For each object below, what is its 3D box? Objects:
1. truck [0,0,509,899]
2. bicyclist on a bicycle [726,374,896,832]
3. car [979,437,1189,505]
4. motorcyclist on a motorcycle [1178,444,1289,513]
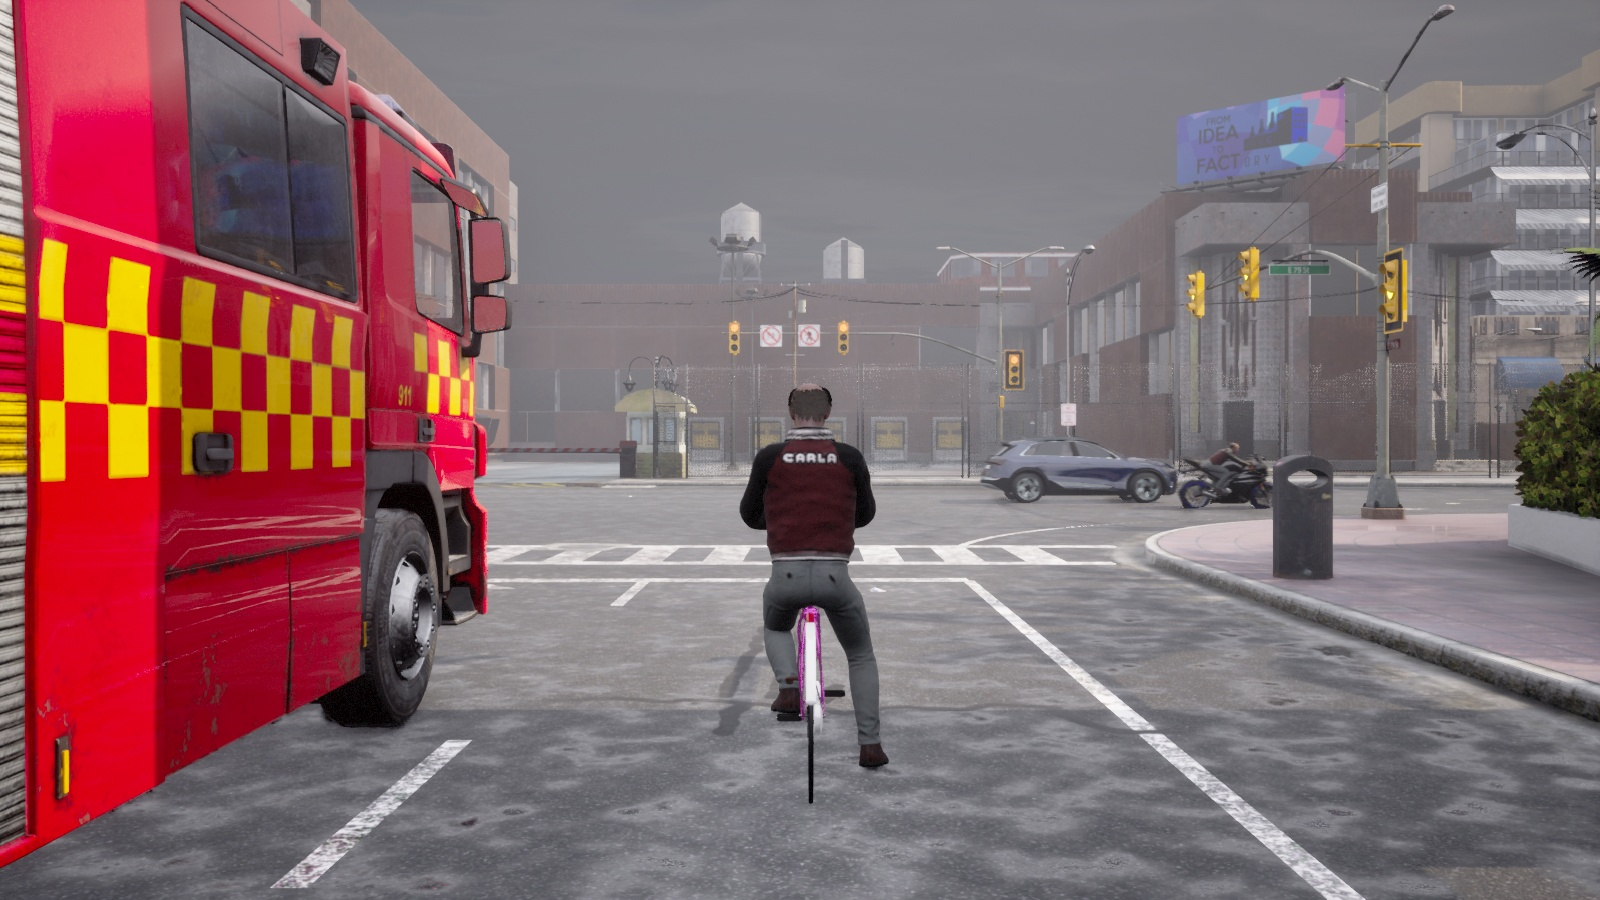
[{"bbox_3d":[-3.466,-0.446,4.404,2.891,3.827,8.468,0,0,0],"label":"truck"},{"bbox_3d":[0.044,0.584,5.787,0.659,1.776,1.843,0,1,0],"label":"bicyclist on a bicycle"},{"bbox_3d":[7.079,0.503,31.694,4.856,1.649,2.033,0,0,1],"label":"car"},{"bbox_3d":[9.706,0.630,28.152,2.191,1.530,0.866,0,0,1],"label":"motorcyclist on a motorcycle"}]
